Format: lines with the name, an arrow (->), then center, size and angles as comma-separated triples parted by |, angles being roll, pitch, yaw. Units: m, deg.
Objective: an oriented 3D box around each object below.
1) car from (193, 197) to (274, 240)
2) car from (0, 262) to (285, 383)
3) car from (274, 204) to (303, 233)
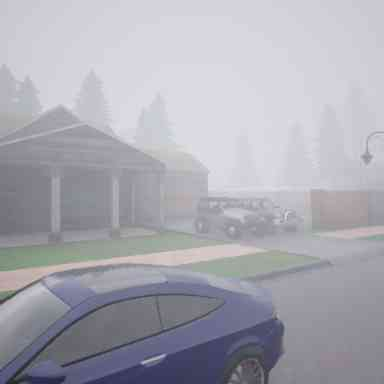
car -> 1.724, 1.186, 16.130 | 1.905, 1.878, 3.866 | 0, 0, -36
car -> -1.037, 1.526, 3.233 | 4.674, 1.442, 1.812 | 0, 0, -36
car -> 3.533, 1.186, 17.919 | 1.932, 1.855, 4.605 | 0, 0, -36
